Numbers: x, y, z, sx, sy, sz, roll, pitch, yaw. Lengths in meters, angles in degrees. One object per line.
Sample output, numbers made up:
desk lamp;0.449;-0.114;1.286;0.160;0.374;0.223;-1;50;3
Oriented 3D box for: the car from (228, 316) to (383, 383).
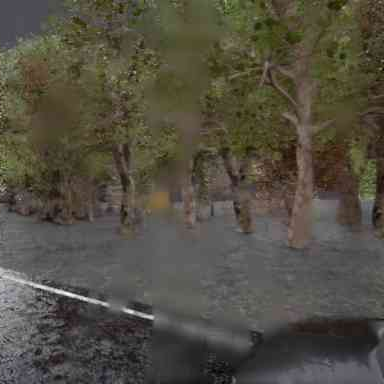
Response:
car;2.482;1.471;1.767;4.902;1.511;2.128;-1;0;36
